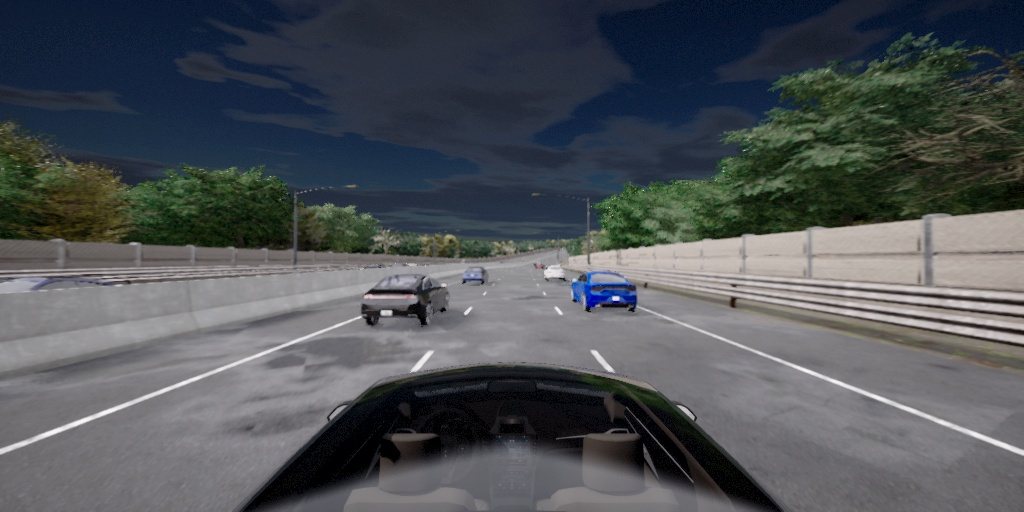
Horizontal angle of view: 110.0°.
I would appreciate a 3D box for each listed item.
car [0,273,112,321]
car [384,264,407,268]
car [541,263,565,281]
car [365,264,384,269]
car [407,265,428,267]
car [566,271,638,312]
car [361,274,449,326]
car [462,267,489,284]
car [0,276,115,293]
[{"bbox_3d":[-17.553,1.388,12.108,2.033,1.411,5.357,0,-1,0],"label":"car"},{"bbox_3d":[-16.469,1.875,52.882,2.033,1.411,5.357,0,-1,3],"label":"car"},{"bbox_3d":[4.065,1.645,34.701,1.812,1.442,4.674,0,-1,2],"label":"car"},{"bbox_3d":[-19.986,1.879,52.555,1.994,1.385,4.181,0,-1,3],"label":"car"},{"bbox_3d":[-13.032,1.917,51.559,1.895,1.301,4.718,0,-1,3],"label":"car"},{"bbox_3d":[3.681,1.371,15.091,1.882,1.535,5.008,0,-1,1],"label":"car"},{"bbox_3d":[-3.350,1.346,12.056,2.128,1.511,4.902,0,-1,0],"label":"car"},{"bbox_3d":[-3.051,1.605,30.590,2.033,1.411,5.357,0,-1,1],"label":"car"},{"bbox_3d":[-14.060,1.355,10.604,1.812,1.442,4.674,0,-1,0],"label":"car"}]
